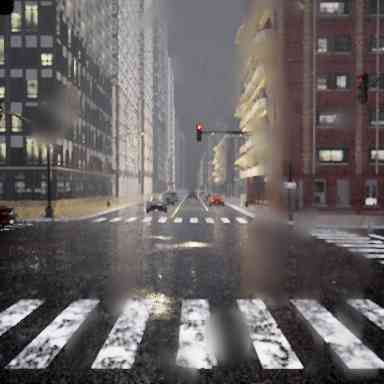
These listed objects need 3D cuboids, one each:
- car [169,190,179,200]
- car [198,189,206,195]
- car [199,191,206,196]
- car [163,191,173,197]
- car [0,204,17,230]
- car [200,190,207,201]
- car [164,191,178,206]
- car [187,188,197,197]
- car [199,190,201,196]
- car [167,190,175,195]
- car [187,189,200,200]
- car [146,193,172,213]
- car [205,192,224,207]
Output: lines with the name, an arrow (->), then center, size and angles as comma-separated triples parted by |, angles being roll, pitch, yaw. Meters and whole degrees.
car -> -3.048, 0.730, 50.715 | 1.837, 1.490, 4.892 | 0, 1, 0
car -> 2.702, 0.082, 90.465 | 1.967, 1.590, 4.097 | 0, 1, 0
car -> 2.702, 0.305, 84.819 | 1.802, 1.307, 4.206 | 0, 1, 0
car -> -5.679, 0.356, 79.171 | 2.008, 1.369, 4.403 | 0, 1, 0
car -> -10.824, 1.094, 15.506 | 4.892, 1.490, 1.837 | 1, 1, -1
car -> 2.698, 0.773, 50.931 | 2.008, 1.369, 4.403 | 0, 1, 0
car -> -3.077, 0.945, 40.302 | 1.994, 1.385, 4.181 | 0, 1, 1
car -> 0.010, 0.118, 70.577 | 2.097, 1.767, 4.553 | 0, 1, 0
car -> 2.699, 0.689, 56.578 | 2.008, 1.369, 4.403 | 0, 1, 0
car -> -5.678, 0.186, 90.467 | 1.887, 1.381, 4.507 | 0, 1, 0
car -> 0.009, 0.604, 60.611 | 1.812, 1.442, 4.674 | 0, 1, 0
car -> -3.115, 1.080, 30.284 | 2.033, 1.411, 5.357 | 0, 1, -4
car -> 2.747, 0.998, 38.015 | 1.802, 1.307, 4.206 | 0, 1, 0
